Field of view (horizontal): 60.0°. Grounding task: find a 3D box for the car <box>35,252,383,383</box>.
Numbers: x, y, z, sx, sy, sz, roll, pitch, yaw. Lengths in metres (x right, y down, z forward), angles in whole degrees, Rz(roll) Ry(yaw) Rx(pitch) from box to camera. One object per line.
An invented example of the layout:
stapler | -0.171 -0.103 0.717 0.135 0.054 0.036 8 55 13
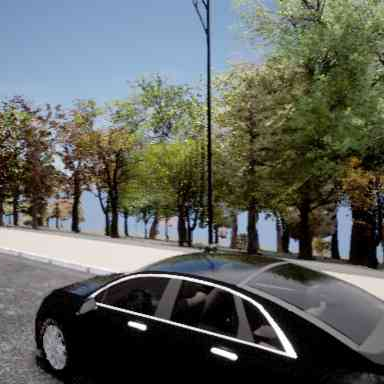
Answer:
car | 0.041 1.488 3.855 4.892 1.490 1.837 0 0 38
